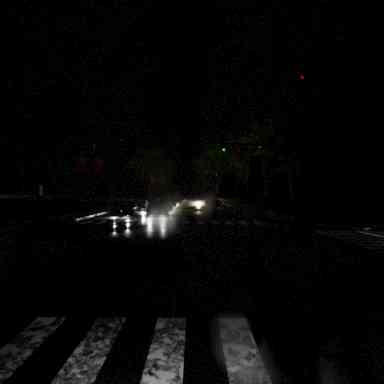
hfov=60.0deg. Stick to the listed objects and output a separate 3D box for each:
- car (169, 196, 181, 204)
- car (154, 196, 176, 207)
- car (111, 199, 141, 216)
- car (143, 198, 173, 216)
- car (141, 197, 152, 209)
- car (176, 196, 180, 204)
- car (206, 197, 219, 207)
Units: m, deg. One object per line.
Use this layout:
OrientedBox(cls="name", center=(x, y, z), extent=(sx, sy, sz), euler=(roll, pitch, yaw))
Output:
OrientedBox(cls="car", center=(-3.423, 1.532, 66.954), extent=(2.128, 1.511, 4.902), euler=(0, 0, 0))
OrientedBox(cls="car", center=(-3.312, 1.485, 41.210), extent=(1.882, 1.535, 5.008), euler=(0, 0, -1))
OrientedBox(cls="car", center=(-6.498, 1.573, 32.374), extent=(1.994, 1.385, 4.181), euler=(0, 0, -1))
OrientedBox(cls="car", center=(-3.242, 1.573, 32.245), extent=(1.994, 1.385, 4.181), euler=(0, 0, 0))
OrientedBox(cls="car", center=(-6.569, 1.608, 42.209), extent=(1.895, 1.301, 4.718), euler=(0, 0, 0))
OrientedBox(cls="car", center=(-3.388, 1.497, 51.447), extent=(2.128, 1.511, 4.902), euler=(0, 0, 0))
OrientedBox(cls="car", center=(3.285, 1.532, 52.799), extent=(1.812, 1.442, 4.674), euler=(0, 0, 0))
